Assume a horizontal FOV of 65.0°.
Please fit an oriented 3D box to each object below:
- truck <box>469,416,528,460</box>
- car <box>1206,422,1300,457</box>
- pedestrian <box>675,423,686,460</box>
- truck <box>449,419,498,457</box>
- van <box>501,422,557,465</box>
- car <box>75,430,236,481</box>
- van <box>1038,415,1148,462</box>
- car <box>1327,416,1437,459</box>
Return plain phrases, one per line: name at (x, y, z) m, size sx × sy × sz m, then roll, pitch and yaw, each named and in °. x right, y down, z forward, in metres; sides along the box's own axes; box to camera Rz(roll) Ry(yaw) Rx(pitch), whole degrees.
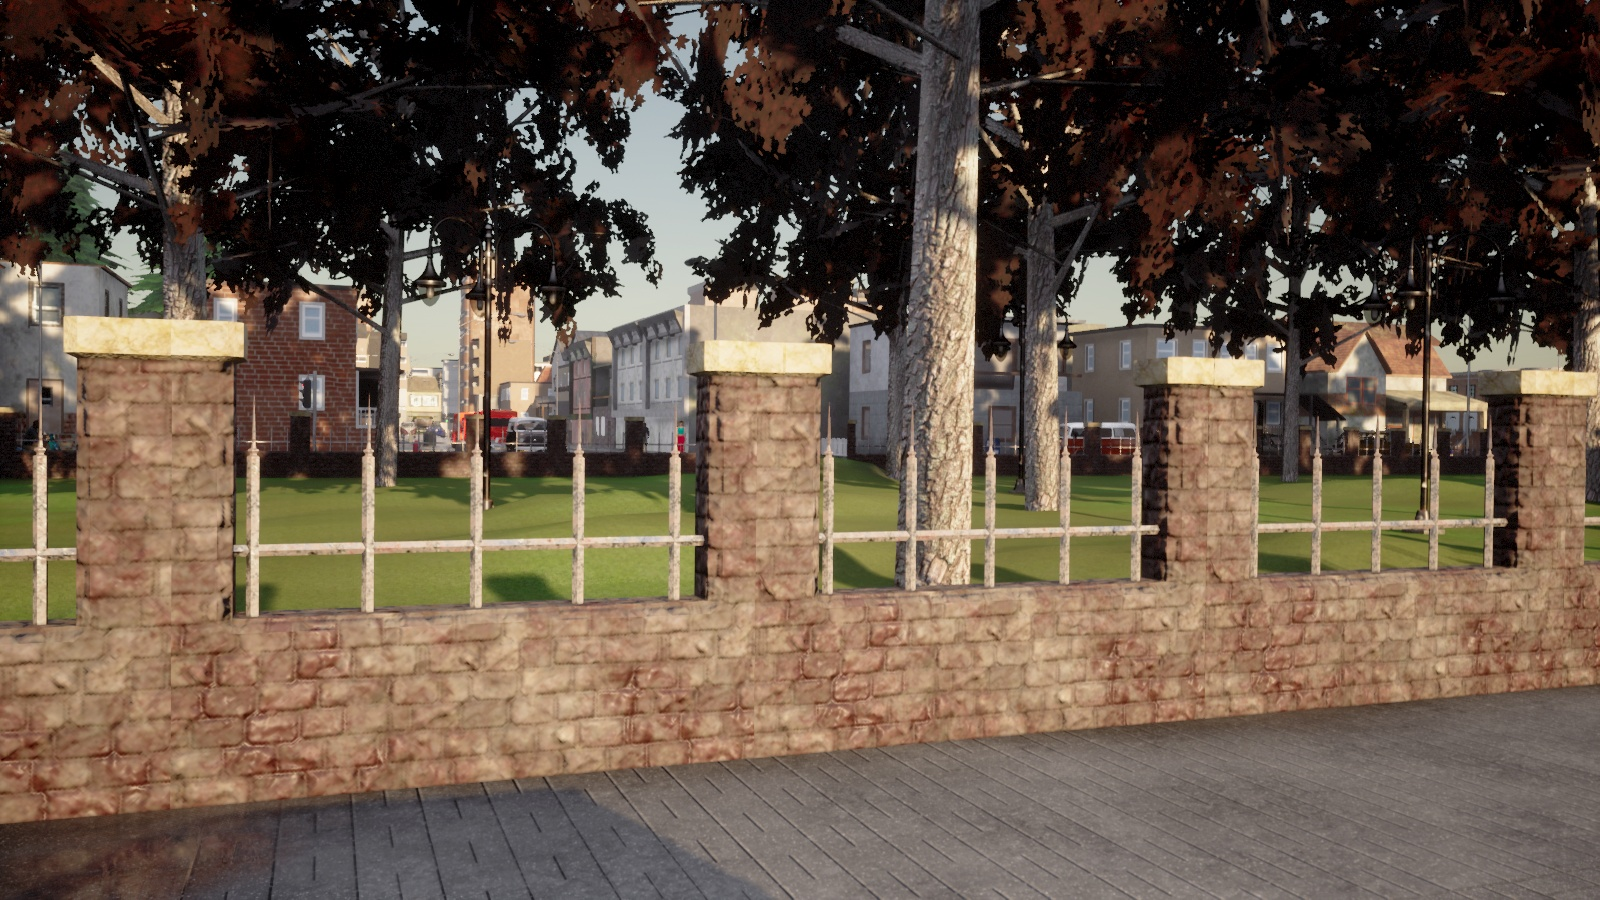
truck at (-17.600, -0.676, 73.077) m, size 2.627 × 2.467 × 5.204 m, roll -1°, pitch 0°, yaw -21°
car at (21.834, -0.512, 60.518) m, size 3.988 × 1.617 × 1.851 m, roll -1°, pitch 1°, yaw -21°
pedestrian at (-5.887, -0.429, 61.766) m, size 0.345 × 1.836 × 0.594 m, roll 0°, pitch 1°, yaw 11°
truck at (-22.200, -0.825, 85.209) m, size 2.627 × 2.467 × 5.204 m, roll -1°, pitch 0°, yaw -21°
van at (-13.466, -0.341, 62.211) m, size 2.069 × 2.038 × 4.480 m, roll -1°, pitch 1°, yaw -20°
car at (-22.242, 0.174, 43.565) m, size 4.611 × 1.667 × 2.242 m, roll -1°, pitch 1°, yaw -16°
van at (13.382, -0.546, 57.303) m, size 4.480 × 2.038 × 2.069 m, roll -1°, pitch 1°, yaw -21°
car at (26.968, -0.608, 58.189) m, size 4.605 × 1.855 × 1.932 m, roll -2°, pitch 1°, yaw -21°
